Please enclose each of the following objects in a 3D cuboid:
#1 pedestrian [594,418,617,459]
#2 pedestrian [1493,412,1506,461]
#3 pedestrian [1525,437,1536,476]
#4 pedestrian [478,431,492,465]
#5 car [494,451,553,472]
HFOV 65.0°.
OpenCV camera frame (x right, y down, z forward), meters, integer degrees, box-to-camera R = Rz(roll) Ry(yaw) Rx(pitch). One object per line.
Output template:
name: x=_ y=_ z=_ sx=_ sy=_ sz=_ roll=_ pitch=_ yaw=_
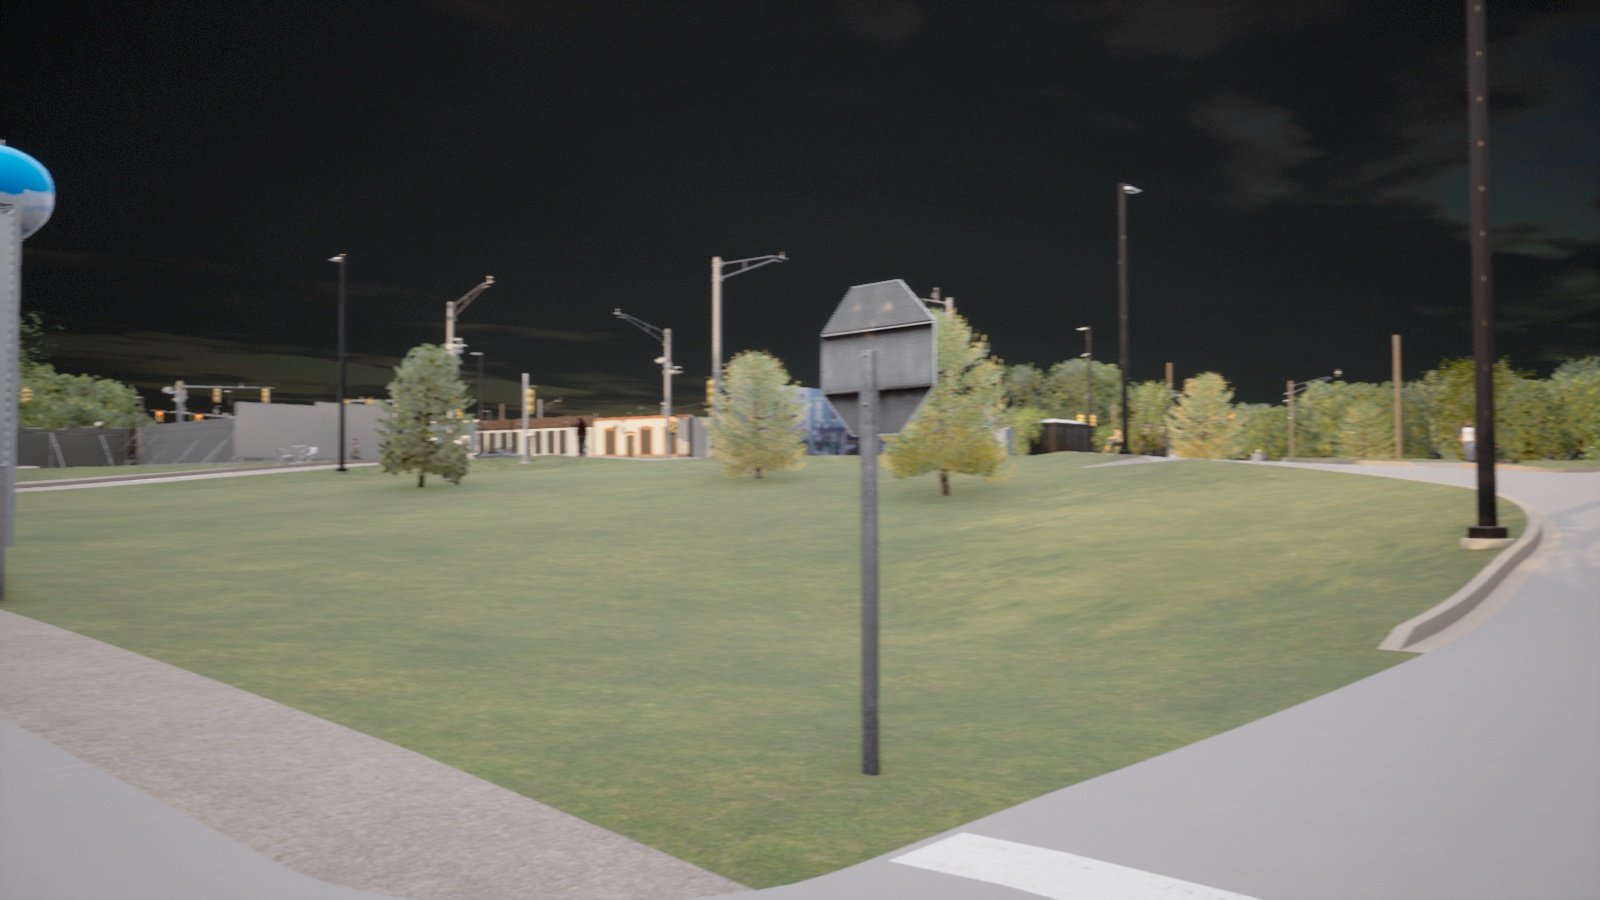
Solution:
pedestrian: x=-8.974 y=-0.537 z=57.973 sx=0.899 sy=1.844 sz=0.634 roll=-3 pitch=-3 yaw=44
pedestrian: x=27.189 y=-0.518 z=48.821 sx=0.354 sy=1.836 sz=0.706 roll=-2 pitch=-2 yaw=28
pedestrian: x=35.096 y=0.301 z=60.333 sx=0.353 sy=1.847 sz=0.614 roll=-2 pitch=-3 yaw=37
pedestrian: x=-17.308 y=-0.085 z=69.024 sx=0.354 sy=1.836 sz=0.706 roll=-2 pitch=-3 yaw=37
car: x=-19.301 y=0.839 z=87.573 sx=4.181 sy=1.385 sz=1.994 roll=-2 pitch=-2 yaw=43
